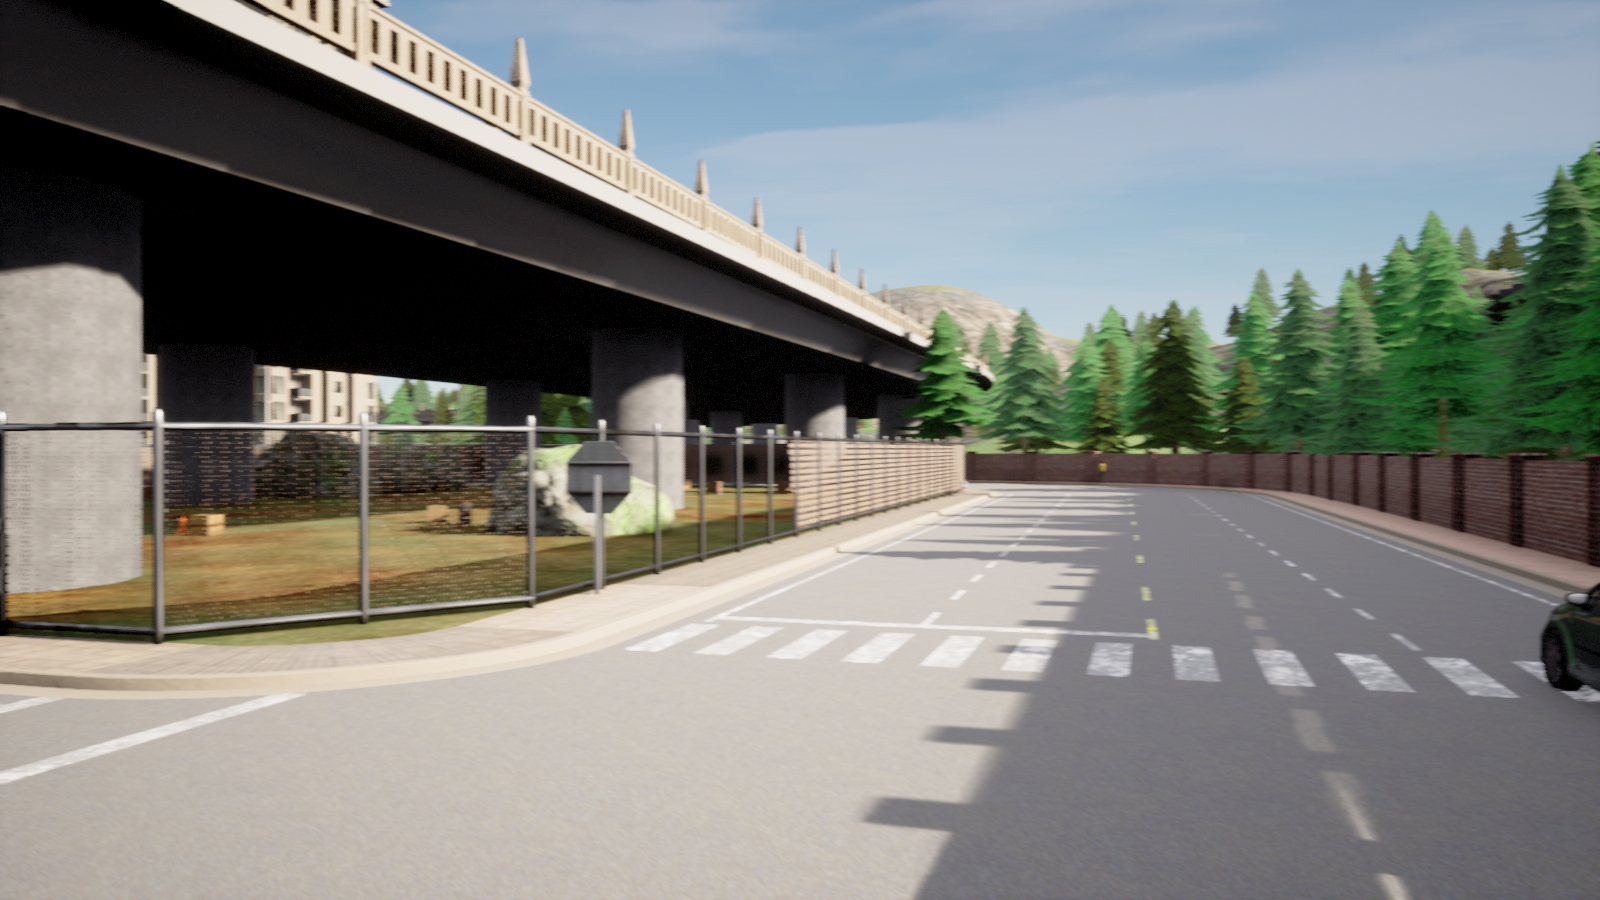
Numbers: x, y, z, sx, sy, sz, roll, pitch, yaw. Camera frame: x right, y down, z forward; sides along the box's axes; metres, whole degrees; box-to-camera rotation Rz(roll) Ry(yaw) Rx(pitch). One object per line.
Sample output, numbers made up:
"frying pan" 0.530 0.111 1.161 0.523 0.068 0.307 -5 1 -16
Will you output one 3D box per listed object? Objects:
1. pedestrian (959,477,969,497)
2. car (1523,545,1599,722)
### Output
"pedestrian" 9.201 2.066 64.207 0.500 1.100 0.500 0 0 15
"car" 9.208 1.978 11.846 1.851 1.617 3.988 0 0 16
